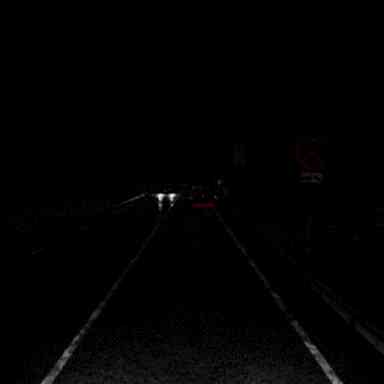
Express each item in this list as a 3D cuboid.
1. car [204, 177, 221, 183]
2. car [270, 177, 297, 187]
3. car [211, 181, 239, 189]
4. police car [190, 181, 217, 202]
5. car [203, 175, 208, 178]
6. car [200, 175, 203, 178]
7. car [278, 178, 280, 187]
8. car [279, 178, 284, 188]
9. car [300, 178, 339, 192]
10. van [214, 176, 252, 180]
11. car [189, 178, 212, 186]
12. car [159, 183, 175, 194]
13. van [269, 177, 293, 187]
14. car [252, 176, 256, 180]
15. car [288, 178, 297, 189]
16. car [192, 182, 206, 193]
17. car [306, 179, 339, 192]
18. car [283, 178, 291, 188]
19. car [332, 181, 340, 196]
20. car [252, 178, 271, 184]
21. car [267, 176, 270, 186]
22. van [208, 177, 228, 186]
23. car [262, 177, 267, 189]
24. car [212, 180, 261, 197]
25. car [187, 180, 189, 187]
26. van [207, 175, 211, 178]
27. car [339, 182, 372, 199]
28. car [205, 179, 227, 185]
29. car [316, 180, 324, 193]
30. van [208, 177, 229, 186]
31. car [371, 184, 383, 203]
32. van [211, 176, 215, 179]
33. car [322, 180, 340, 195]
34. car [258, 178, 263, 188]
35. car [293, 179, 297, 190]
[{"bbox_3d":[5.628,-3.330,92.328,4.553,1.767,2.185,0,3,0],"label":"car"},{"bbox_3d":[18.749,-1.877,64.970,5.566,2.045,2.435,0,3,0],"label":"car"},{"bbox_3d":[5.736,-1.249,58.746,4.792,1.488,2.163,0,3,0],"label":"car"},{"bbox_3d":[0.974,0.039,31.552,1.930,1.638,5.238,0,3,0],"label":"police car"},{"bbox_3d":[5.662,-2.156,69.932,5.566,2.045,2.435,0,3,0],"label":"car"},{"bbox_3d":[5.638,-3.130,86.724,5.566,2.045,2.435,0,3,0],"label":"car"},{"bbox_3d":[18.810,-1.443,62.215,4.792,1.488,2.163,0,3,0],"label":"car"},{"bbox_3d":[18.755,-1.290,59.436,4.792,1.488,2.163,0,3,0],"label":"car"},{"bbox_3d":[18.772,-1.002,48.335,5.566,2.045,2.435,0,3,0],"label":"car"},{"bbox_3d":[5.839,-0.931,47.532,4.442,1.987,1.878,0,3,0],"label":"van"},{"bbox_3d":[0.973,-0.533,41.408,2.097,1.767,4.553,0,3,0],"label":"car"},{"bbox_3d":[-3.339,-0.500,44.188,1.812,1.442,4.674,0,3,0],"label":"car"},{"bbox_3d":[18.886,-2.169,70.516,4.442,1.987,1.878,0,3,0],"label":"van"},{"bbox_3d":[18.561,-2.911,87.154,5.366,1.575,1.946,0,3,0],"label":"car"},{"bbox_3d":[18.787,-1.031,53.893,5.008,1.535,2.097,0,3,0],"label":"car"},{"bbox_3d":[0.973,-0.690,47.446,1.837,1.490,4.892,0,3,0],"label":"car"},{"bbox_3d":[18.810,-0.612,45.575,5.008,1.535,2.097,0,3,0],"label":"car"},{"bbox_3d":[18.973,-1.178,56.667,5.366,1.575,1.946,0,3,0],"label":"car"},{"bbox_3d":[18.845,-0.165,37.261,4.792,1.488,2.163,0,3,0],"label":"car"},{"bbox_3d":[18.748,-3.068,89.926,4.892,1.521,2.231,0,3,0],"label":"car"},{"bbox_3d":[18.802,-2.033,67.743,5.566,2.045,2.435,0,3,0],"label":"car"},{"bbox_3d":[5.799,-2.455,75.531,4.442,1.987,1.878,0,3,0],"label":"van"},{"bbox_3d":[18.951,-2.107,73.299,5.366,1.575,1.946,0,3,0],"label":"car"},{"bbox_3d":[5.545,-0.428,41.944,5.366,1.575,1.946,0,3,0],"label":"car"},{"bbox_3d":[-0.003,-1.646,66.216,2.033,1.411,5.357,0,3,0],"label":"car"},{"bbox_3d":[5.811,-1.968,67.137,4.442,1.987,1.878,0,3,0],"label":"van"},{"bbox_3d":[18.634,-0.058,34.487,5.366,1.575,1.946,0,3,0],"label":"car"},{"bbox_3d":[5.672,-2.391,78.343,4.892,1.521,2.231,0,3,0],"label":"car"},{"bbox_3d":[18.814,-0.473,42.803,5.008,1.535,2.097,0,3,0],"label":"car"},{"bbox_3d":[5.803,-2.293,72.733,4.442,1.987,1.878,0,3,0],"label":"van"},{"bbox_3d":[18.799,0.252,28.944,4.792,1.488,2.163,0,3,0],"label":"car"},{"bbox_3d":[5.597,-1.213,53.135,4.442,1.987,1.878,0,3,0],"label":"van"},{"bbox_3d":[18.819,-0.332,40.031,4.892,1.521,2.231,0,3,0],"label":"car"},{"bbox_3d":[18.790,-2.516,76.055,5.566,2.045,2.435,0,3,0],"label":"car"},{"bbox_3d":[18.791,-0.889,51.119,4.892,1.521,2.231,0,3,0],"label":"car"}]
